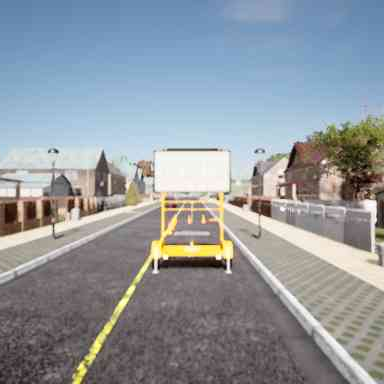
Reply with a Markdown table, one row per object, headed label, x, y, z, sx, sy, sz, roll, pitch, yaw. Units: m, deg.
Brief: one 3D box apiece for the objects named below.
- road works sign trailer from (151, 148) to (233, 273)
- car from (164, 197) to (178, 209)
| label | x | y | z | sx | sy | sz | roll | pitch | yaw |
| --- | --- | --- | --- | --- | --- | --- | --- | --- | --- |
| road works sign trailer | 0.007 | 0.420 | 10.501 | 2.380 | 3.560 | 2.880 | 0 | 0 | 0 |
| car | -2.866 | 1.351 | 43.306 | 1.882 | 1.535 | 5.008 | 0 | 0 | 0 |
